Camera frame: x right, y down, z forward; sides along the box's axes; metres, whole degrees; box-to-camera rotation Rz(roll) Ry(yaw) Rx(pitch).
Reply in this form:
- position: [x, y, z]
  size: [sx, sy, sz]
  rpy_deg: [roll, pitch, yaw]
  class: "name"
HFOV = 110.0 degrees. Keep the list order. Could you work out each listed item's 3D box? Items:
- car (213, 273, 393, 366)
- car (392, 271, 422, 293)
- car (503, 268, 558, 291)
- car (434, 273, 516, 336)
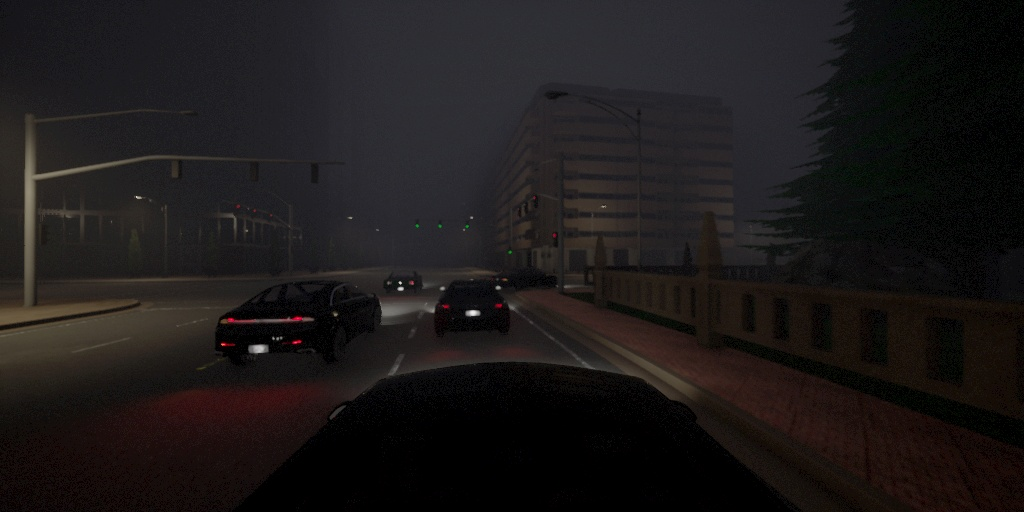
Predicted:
- position: [-4.386, 1.303, 8.189]
  size: [2.128, 1.511, 4.902]
  rpy_deg: [0, 0, -7]
  class: "car"
- position: [-6.656, 1.567, 22.371]
  size: [1.895, 1.301, 4.718]
  rpy_deg: [0, 0, -10]
  class: "car"
- position: [1.021, 1.523, 24.085]
  size: [5.357, 1.411, 2.033]
  rpy_deg: [0, -1, -40]
  class: "car"
- position: [-1.219, 1.385, 10.757]
  size: [1.994, 1.385, 4.181]
  rpy_deg: [0, 0, -8]
  class: "car"
